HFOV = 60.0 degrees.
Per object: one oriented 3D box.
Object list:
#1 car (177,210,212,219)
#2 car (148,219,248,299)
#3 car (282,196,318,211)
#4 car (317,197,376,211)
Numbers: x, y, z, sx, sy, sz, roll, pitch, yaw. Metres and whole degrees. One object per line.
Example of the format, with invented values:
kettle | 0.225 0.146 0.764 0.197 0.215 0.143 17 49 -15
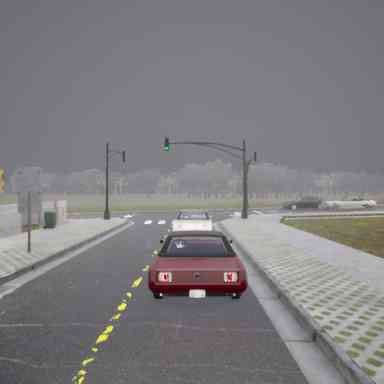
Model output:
car | 0.113 1.622 17.726 1.895 1.301 4.718 0 0 2
car | 0.106 1.605 8.399 1.895 1.301 4.718 0 0 0
car | 12.375 1.228 36.530 4.892 1.490 1.837 -3 -1 1
car | 15.489 1.173 33.159 4.718 1.301 1.895 -2 -1 2
